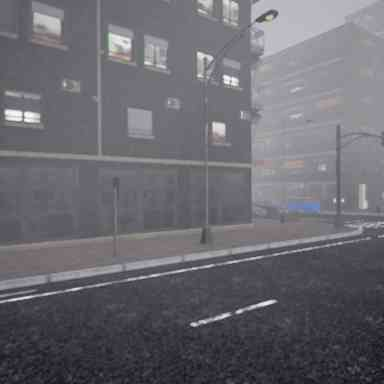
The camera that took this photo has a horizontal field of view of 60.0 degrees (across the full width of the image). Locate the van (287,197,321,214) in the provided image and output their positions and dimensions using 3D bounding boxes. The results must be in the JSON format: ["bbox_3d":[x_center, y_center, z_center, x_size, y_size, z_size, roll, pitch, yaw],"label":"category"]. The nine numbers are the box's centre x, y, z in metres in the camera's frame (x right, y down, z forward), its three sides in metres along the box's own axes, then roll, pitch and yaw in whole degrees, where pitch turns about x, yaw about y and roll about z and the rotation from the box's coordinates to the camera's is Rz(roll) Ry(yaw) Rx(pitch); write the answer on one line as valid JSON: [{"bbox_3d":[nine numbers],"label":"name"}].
[{"bbox_3d":[11.802,1.416,35.918,1.690,1.788,3.998,-2,0,-36],"label":"van"}]

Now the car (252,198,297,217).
[{"bbox_3d":[7.241,1.620,32.370,2.128,1.511,4.902,-1,0,-36],"label":"car"}]

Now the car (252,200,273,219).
[{"bbox_3d":[5.065,1.739,31.000,1.802,1.307,4.206,-2,0,-36],"label":"car"}]
